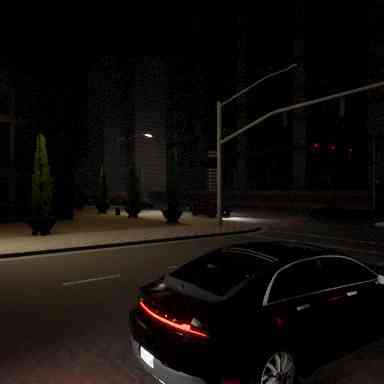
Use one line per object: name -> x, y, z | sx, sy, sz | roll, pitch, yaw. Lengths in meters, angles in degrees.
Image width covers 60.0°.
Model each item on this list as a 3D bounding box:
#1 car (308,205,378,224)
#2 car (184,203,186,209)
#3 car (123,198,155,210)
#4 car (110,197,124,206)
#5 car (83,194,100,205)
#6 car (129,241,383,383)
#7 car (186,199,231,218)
car -> 11.589, 1.641, 25.609 | 4.718, 1.301, 1.895 | -1, 0, 40
car -> 1.027, 1.560, 38.065 | 1.837, 1.490, 4.892 | 0, 0, -36
car -> -6.674, 1.656, 42.731 | 1.895, 1.301, 4.718 | 0, 0, -36
car -> -12.294, 1.533, 56.536 | 1.882, 1.535, 5.008 | 0, 0, -35
car -> -18.031, 1.356, 58.569 | 2.150, 2.045, 5.566 | 0, 0, -36
car -> 1.506, 1.505, 4.930 | 4.892, 1.490, 1.837 | 0, 0, -35
car -> 1.733, 1.619, 31.126 | 1.994, 1.385, 4.181 | 0, 0, -36
